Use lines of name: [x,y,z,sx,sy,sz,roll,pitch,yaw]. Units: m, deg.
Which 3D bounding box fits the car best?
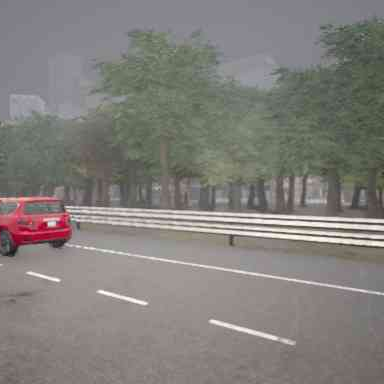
car: [-7.117,1.221,13.265,5.566,2.045,2.150,0,0,36]
